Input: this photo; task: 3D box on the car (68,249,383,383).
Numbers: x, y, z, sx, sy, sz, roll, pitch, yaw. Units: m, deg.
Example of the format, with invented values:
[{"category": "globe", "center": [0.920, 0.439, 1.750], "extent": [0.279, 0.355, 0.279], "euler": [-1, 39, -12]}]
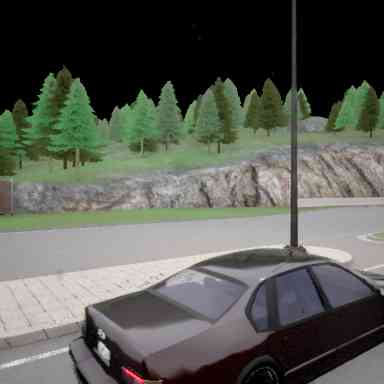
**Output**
[{"category": "car", "center": [1.202, 1.547, 4.603], "extent": [5.357, 1.411, 2.033], "euler": [0, 0, -36]}]
